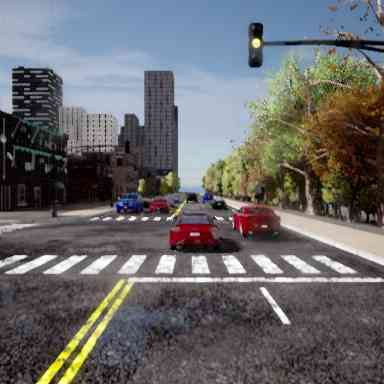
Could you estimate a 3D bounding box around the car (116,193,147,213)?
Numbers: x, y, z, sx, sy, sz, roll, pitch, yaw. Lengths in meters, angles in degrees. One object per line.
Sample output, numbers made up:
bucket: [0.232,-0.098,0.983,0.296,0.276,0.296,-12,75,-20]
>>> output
car: [-6.571,1.167,35.796,2.150,2.045,5.566,0,0,0]

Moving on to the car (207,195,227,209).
car: [3.365,1.497,43.083,1.994,1.385,4.181,0,0,0]

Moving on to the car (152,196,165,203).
car: [-6.502,1.462,64.513,1.994,1.385,4.181,0,0,1]

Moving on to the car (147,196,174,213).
car: [-3.324,1.424,35.545,1.882,1.535,5.008,0,0,0]

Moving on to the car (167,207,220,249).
car: [0.106,1.544,14.430,1.994,1.385,4.181,0,0,0]

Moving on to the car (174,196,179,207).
car: [-3.314,1.476,46.038,2.033,1.411,5.357,0,0,0]

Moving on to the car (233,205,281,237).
car: [3.357,1.452,17.911,1.882,1.535,5.008,0,0,0]

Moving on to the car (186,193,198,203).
car: [0.020,1.118,65.060,2.150,2.045,5.566,0,0,0]

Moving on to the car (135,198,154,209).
car: [-6.565,1.529,46.050,1.895,1.301,4.718,0,0,0]

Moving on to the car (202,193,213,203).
car: [3.284,1.119,66.668,2.150,2.045,5.566,0,1,0]
